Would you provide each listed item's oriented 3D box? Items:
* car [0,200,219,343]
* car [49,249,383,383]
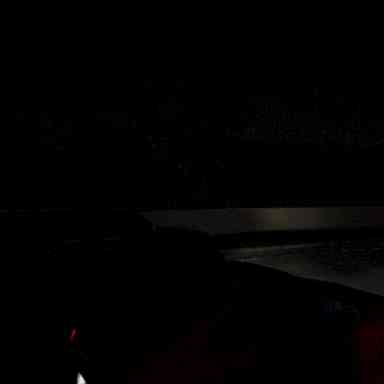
[{"bbox_3d":[-1.988,1.174,6.557,5.566,2.045,2.150,0,0,-32],"label":"car"},{"bbox_3d":[0.797,1.544,3.799,4.181,1.385,1.994,0,0,-31],"label":"car"}]
